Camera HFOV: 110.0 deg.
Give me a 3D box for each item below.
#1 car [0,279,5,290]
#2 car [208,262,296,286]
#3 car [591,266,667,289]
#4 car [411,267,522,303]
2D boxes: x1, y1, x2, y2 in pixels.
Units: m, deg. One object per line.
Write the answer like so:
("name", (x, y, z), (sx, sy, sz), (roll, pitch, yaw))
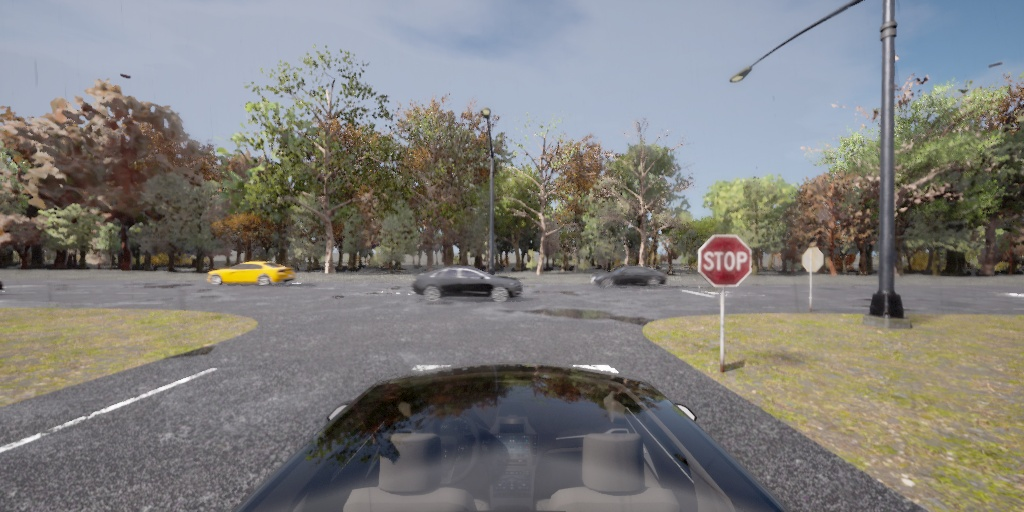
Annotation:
("car", (-26.326, 1.146, 16.435), (4.181, 1.385, 1.994), (0, 0, 1))
("car", (-16.793, 1.118, 23.219), (5.008, 1.535, 1.882), (0, 0, 1))
("car", (7.487, 1.354, 23.022), (4.674, 1.442, 1.812), (0, 0, 0))
("car", (-1.990, 1.231, 16.041), (4.902, 1.511, 2.128), (0, 0, 0))
